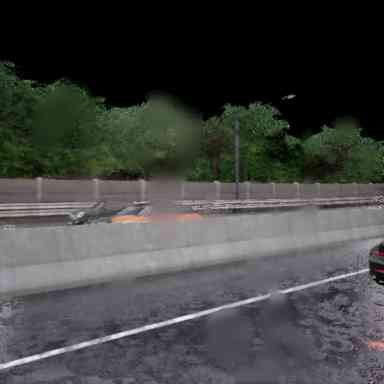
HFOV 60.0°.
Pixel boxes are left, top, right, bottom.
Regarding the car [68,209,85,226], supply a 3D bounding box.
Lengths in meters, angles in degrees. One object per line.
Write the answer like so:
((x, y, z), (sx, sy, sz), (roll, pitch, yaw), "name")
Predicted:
((-5.544, 1.340, 21.478), (4.553, 1.767, 2.097), (0, 0, -35), "car")

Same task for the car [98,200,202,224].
((-1.689, 1.343, 15.631), (4.553, 1.767, 2.097), (0, 0, -35), "car")

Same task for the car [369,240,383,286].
((6.213, 1.501, 8.106), (4.892, 1.490, 1.837), (0, 0, -35), "car")

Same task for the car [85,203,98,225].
((-3.194, 1.494, 18.852), (4.892, 1.490, 1.837), (0, 0, -35), "car")
